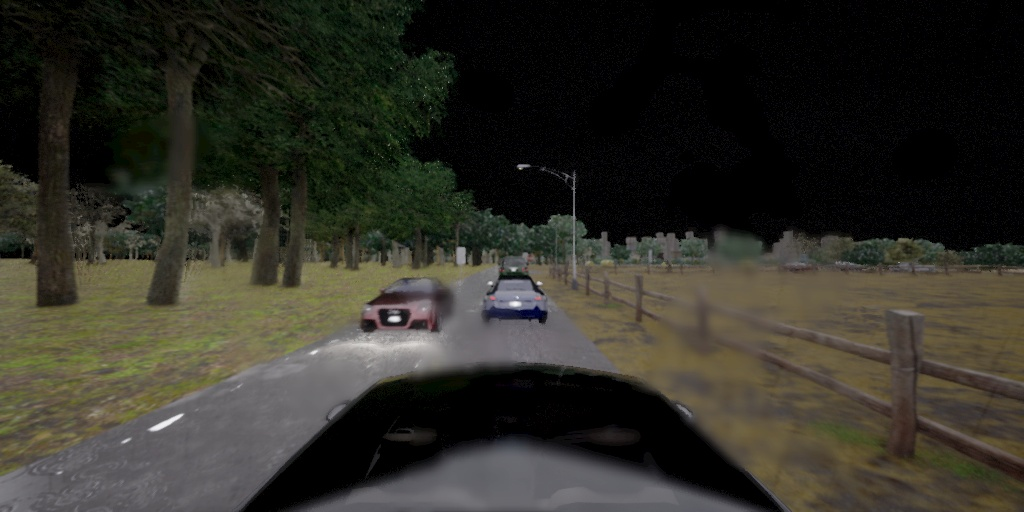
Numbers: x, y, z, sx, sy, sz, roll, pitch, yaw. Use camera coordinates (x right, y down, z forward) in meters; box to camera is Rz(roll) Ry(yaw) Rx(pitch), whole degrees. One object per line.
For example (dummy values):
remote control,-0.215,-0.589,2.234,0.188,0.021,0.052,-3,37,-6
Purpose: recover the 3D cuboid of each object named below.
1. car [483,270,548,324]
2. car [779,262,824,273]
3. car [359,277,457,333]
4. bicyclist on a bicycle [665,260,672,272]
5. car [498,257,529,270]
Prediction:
car,0.100,1.347,12.214,1.994,1.385,4.181,0,0,0
car,39.135,1.580,48.922,4.674,1.442,1.812,0,-2,0
car,-2.846,1.339,10.670,1.994,1.385,4.181,0,0,0
bicyclist on a bicycle,19.941,1.379,45.756,0.582,1.620,1.656,0,0,0
car,0.114,1.073,27.160,2.150,2.045,5.566,0,0,0
